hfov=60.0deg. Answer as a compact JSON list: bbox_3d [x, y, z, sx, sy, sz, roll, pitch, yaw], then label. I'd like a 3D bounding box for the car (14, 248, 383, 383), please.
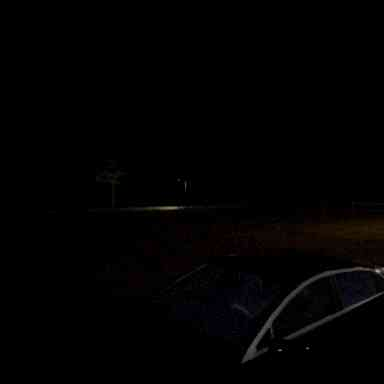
[{"bbox_3d":[0.754,1.468,3.620,4.902,1.511,2.128,-1,0,-36],"label":"car"}]
